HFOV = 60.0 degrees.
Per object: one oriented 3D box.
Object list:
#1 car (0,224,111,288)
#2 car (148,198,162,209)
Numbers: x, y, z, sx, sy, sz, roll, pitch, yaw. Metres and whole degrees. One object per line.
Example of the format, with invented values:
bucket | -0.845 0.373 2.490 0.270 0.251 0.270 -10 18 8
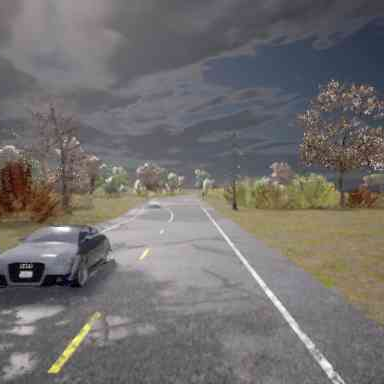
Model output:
car | -3.611 1.607 9.225 1.994 1.385 4.181 0 0 0
car | -5.595 1.709 49.770 1.812 1.442 4.674 0 0 -7
